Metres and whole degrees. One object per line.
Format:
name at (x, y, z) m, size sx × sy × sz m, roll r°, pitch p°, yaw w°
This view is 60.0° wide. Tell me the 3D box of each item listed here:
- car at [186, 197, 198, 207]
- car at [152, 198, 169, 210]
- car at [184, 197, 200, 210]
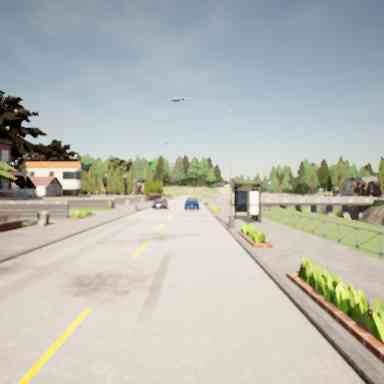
car at (-0.006, 1.517, 53.253) m, size 1.812 × 1.442 × 4.674 m, roll 0°, pitch 0°, yaw 0°
car at (-4.034, 1.485, 42.749) m, size 2.128 × 1.511 × 4.902 m, roll 0°, pitch 0°, yaw 0°
car at (-0.005, 1.471, 42.823) m, size 1.882 × 1.535 × 5.008 m, roll 0°, pitch 0°, yaw 0°
